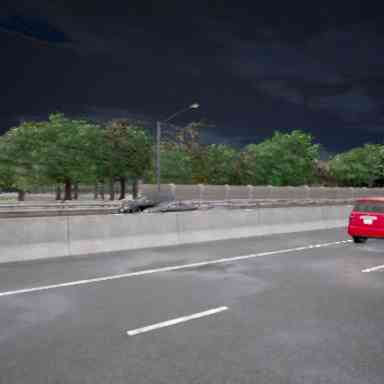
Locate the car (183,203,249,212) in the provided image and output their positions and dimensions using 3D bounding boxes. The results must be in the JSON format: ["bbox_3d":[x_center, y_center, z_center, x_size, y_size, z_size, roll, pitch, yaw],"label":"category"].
[{"bbox_3d":[2.308,1.601,22.854,5.357,1.411,2.033,0,0,-36],"label":"car"}]

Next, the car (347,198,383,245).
[{"bbox_3d":[9.138,1.275,14.711,5.566,2.045,2.150,0,0,-36],"label":"car"}]

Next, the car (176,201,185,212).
[{"bbox_3d":[1.244,1.623,26.395,4.181,1.385,1.994,0,0,-36],"label":"car"}]

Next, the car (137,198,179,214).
[{"bbox_3d":[-1.824,1.548,28.502,4.902,1.511,2.128,0,0,-36],"label":"car"}]

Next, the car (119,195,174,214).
[{"bbox_3d":[-3.984,1.277,31.260,5.566,2.045,2.150,0,0,-36],"label":"car"}]
